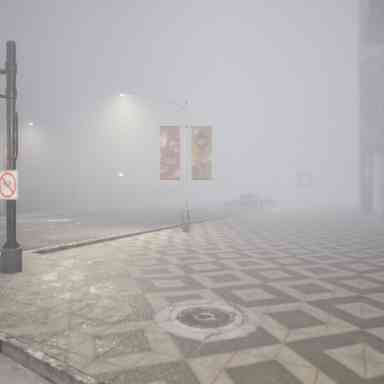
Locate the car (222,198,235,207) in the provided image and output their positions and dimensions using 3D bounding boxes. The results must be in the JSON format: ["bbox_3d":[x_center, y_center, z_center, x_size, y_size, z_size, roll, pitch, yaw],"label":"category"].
[{"bbox_3d":[6.150,1.569,49.048,1.895,1.301,4.718,0,0,27],"label":"car"}]

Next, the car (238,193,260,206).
[{"bbox_3d":[9.811,1.182,56.612,2.150,2.045,5.566,0,0,26],"label":"car"}]

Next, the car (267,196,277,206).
[{"bbox_3d":[12.719,1.448,55.159,2.128,1.511,4.902,0,0,26],"label":"car"}]

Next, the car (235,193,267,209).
[{"bbox_3d":[8.202,1.188,45.830,2.150,2.045,5.566,0,0,26],"label":"car"}]
